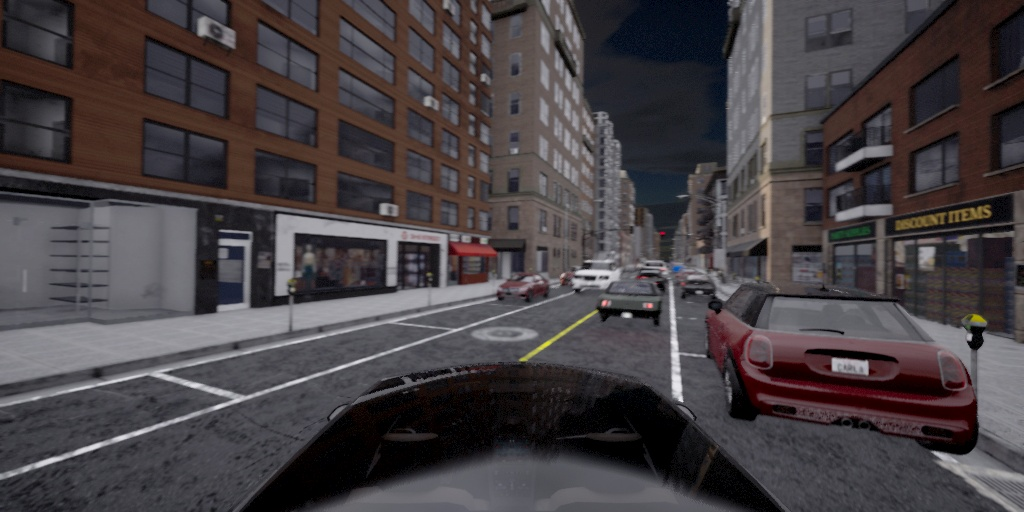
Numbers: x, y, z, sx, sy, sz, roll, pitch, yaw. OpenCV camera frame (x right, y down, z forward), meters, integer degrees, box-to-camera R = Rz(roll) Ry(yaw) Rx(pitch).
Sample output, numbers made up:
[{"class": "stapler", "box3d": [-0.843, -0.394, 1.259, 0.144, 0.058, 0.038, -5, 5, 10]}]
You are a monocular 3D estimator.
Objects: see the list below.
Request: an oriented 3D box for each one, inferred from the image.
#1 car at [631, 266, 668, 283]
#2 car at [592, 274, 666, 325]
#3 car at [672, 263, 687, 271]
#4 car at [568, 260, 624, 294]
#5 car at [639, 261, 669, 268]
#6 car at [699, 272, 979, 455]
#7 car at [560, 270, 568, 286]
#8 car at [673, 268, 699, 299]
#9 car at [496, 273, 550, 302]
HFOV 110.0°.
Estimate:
[{"class": "car", "box3d": [9.405, 1.599, 24.306, 1.837, 1.490, 4.892, 1, -2, 23]}, {"class": "car", "box3d": [4.349, 1.518, 12.800, 1.895, 1.301, 4.718, 1, -1, 24]}, {"class": "car", "box3d": [14.691, 1.668, 30.064, 1.967, 1.591, 4.097, 0, 0, 24]}, {"class": "car", "box3d": [5.460, 1.249, 22.663, 2.150, 2.045, 5.566, 1, -1, 24]}, {"class": "car", "box3d": [14.095, 1.491, 35.251, 2.150, 2.045, 5.566, 1, -1, 24]}, {"class": "car", "box3d": [4.379, 1.202, 5.687, 2.097, 1.767, 4.553, 1, -1, 24]}, {"class": "car", "box3d": [5.122, 1.517, 28.231, 1.967, 1.591, 4.097, 0, 0, 24]}, {"class": "car", "box3d": [10.254, 1.619, 19.958, 2.007, 1.370, 4.403, 0, 0, 24]}, {"class": "car", "box3d": [0.685, 1.499, 18.126, 1.802, 1.307, 4.207, 0, 0, 24]}]
